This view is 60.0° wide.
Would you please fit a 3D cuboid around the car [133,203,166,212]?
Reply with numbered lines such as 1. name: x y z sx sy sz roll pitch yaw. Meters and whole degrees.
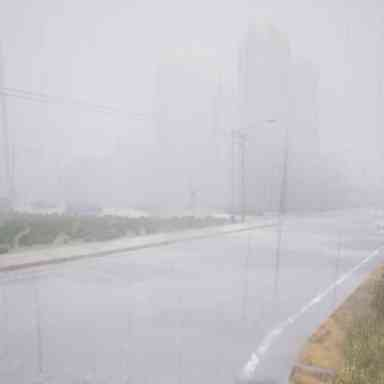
1. car: -5.925 2.118 46.016 4.718 1.301 1.895 0 -1 37

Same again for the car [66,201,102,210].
1. car: -13.554 1.946 42.071 2.242 1.667 4.611 0 -1 37

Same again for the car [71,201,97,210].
1. car: -17.811 2.171 54.909 4.181 1.385 1.994 0 -1 37

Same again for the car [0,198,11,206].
1. car: -32.851 1.927 56.684 1.905 1.878 3.866 0 -1 37

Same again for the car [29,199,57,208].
1. car: -24.597 2.086 55.571 5.008 1.535 1.882 -1 -1 37

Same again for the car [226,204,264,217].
1. car: 5.908 1.991 37.171 4.181 1.385 1.994 0 -1 37
